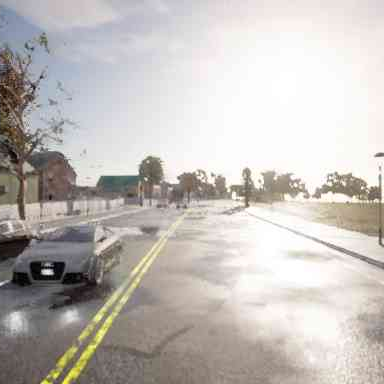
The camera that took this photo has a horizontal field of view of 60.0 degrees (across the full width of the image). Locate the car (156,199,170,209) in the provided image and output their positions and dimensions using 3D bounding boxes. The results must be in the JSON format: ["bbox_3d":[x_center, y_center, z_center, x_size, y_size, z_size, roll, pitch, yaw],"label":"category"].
[{"bbox_3d":[-4.763,1.990,55.155,1.837,1.490,4.892,0,-1,4],"label":"car"}]

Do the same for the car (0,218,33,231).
[{"bbox_3d":[-6.520,1.593,10.416,2.128,1.511,4.902,0,-1,1],"label":"car"}]

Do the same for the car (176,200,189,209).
[{"bbox_3d":[-1.519,2.071,54.954,2.128,1.511,4.902,0,-1,4],"label":"car"}]

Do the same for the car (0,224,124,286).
[{"bbox_3d":[-3.278,1.657,9.577,1.994,1.385,4.181,0,-1,1],"label":"car"}]
